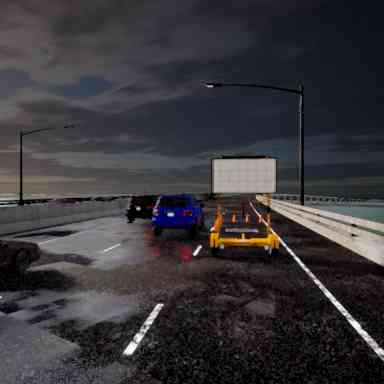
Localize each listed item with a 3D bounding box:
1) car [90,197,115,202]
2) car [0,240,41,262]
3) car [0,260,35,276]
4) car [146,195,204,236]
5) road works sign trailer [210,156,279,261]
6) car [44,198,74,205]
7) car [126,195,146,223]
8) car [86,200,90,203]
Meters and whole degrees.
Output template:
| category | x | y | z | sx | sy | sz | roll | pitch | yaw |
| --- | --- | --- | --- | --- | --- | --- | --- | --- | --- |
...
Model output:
| category | x | y | z | sx | sy | sz | roll | pitch | yaw |
| --- | --- | --- | --- | --- | --- | --- | --- | --- | --- |
| car | -11.324 | 1.534 | 44.087 | 1.812 | 1.442 | 4.674 | 0 | 0 | 8 |
| car | -5.714 | 1.549 | 7.453 | 2.033 | 1.411 | 5.357 | 0 | 0 | 9 |
| car | -3.021 | 1.492 | 1.148 | 2.128 | 1.511 | 4.902 | 0 | 0 | 8 |
| car | -0.639 | 1.220 | 18.655 | 2.150 | 2.045 | 5.566 | 0 | -1 | 8 |
| road works sign trailer | 1.922 | 0.467 | 12.410 | 2.380 | 3.560 | 2.880 | 0 | 0 | 8 |
| car | -18.151 | 1.557 | 45.780 | 2.033 | 1.411 | 5.357 | 0 | 0 | 8 |
| car | -3.250 | 1.227 | 25.205 | 2.150 | 2.045 | 5.566 | 0 | 0 | 8 |
| car | -14.065 | 1.514 | 49.416 | 1.837 | 1.490 | 4.892 | 0 | 0 | 9 |
